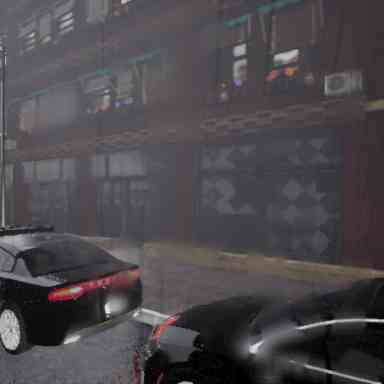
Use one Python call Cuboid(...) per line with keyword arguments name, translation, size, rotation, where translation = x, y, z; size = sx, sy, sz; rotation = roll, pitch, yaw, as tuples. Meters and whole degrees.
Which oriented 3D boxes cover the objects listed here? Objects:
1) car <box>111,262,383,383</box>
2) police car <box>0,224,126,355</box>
Cuboid(name="car", translation=(1.719, 1.521, 2.723), size=(4.892, 1.490, 1.837), rotation=(0, 0, 36))
Cuboid(name="police car", translation=(-3.241, 1.455, 6.292), size=(5.238, 1.638, 1.930), rotation=(0, 0, 36))
